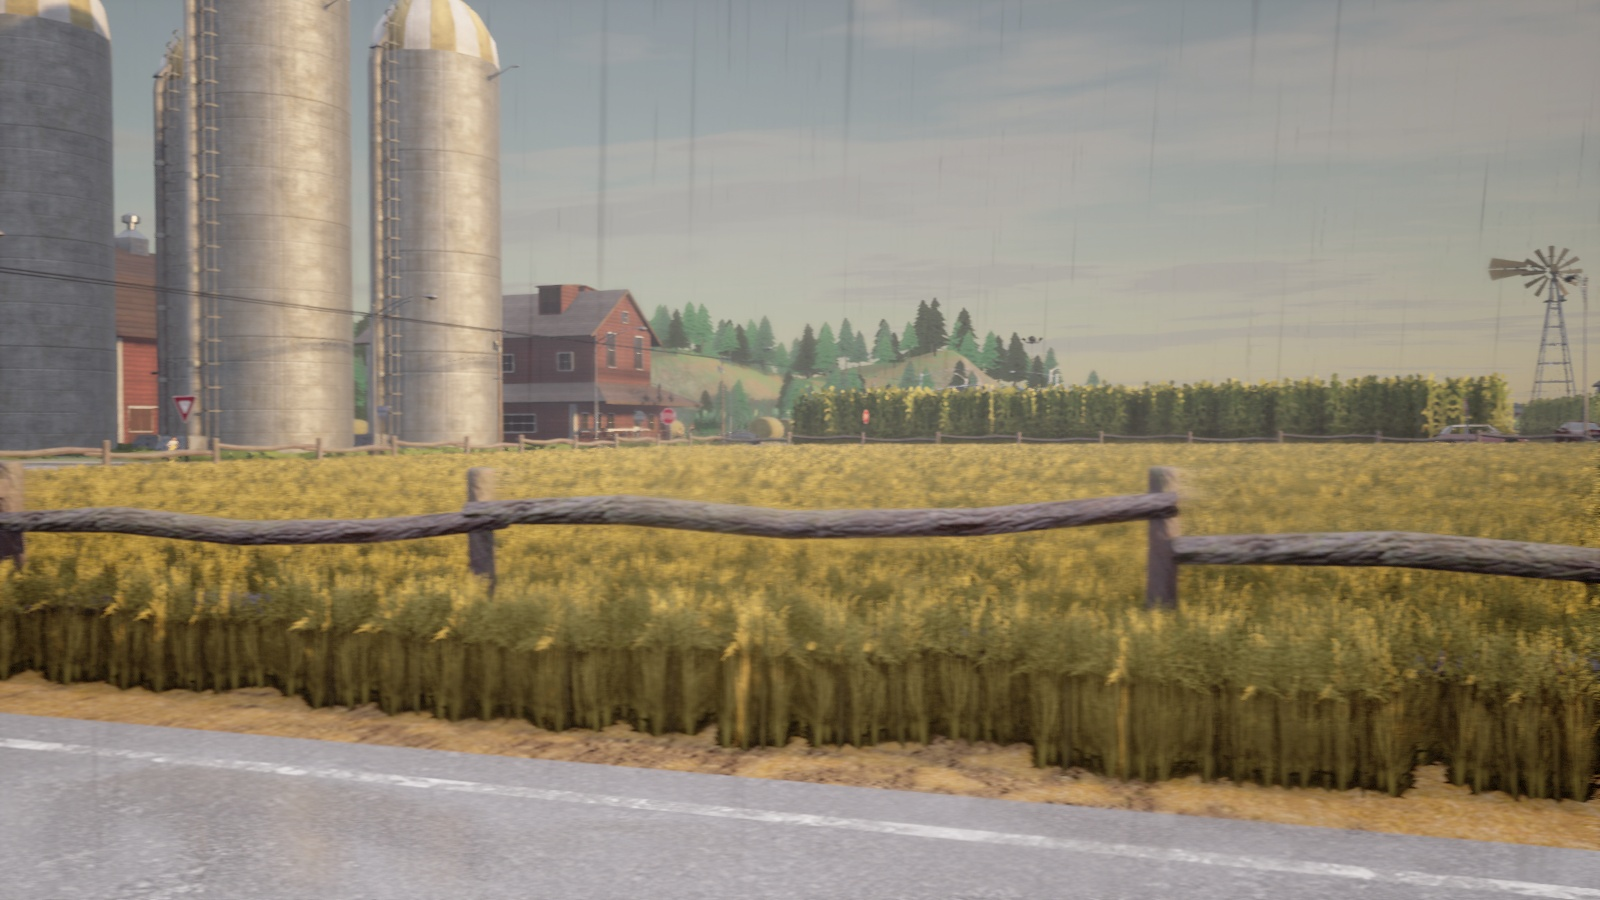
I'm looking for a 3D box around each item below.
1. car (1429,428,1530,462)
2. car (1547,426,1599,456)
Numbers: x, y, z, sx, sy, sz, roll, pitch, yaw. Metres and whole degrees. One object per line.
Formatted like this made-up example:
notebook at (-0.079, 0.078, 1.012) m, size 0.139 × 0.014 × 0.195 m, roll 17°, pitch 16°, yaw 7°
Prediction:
car at (30.500, -0.235, 56.493) m, size 3.806 × 1.475 × 1.970 m, roll 0°, pitch 1°, yaw 21°
car at (41.648, -0.522, 67.423) m, size 1.882 × 1.535 × 5.008 m, roll 1°, pitch 1°, yaw 21°
